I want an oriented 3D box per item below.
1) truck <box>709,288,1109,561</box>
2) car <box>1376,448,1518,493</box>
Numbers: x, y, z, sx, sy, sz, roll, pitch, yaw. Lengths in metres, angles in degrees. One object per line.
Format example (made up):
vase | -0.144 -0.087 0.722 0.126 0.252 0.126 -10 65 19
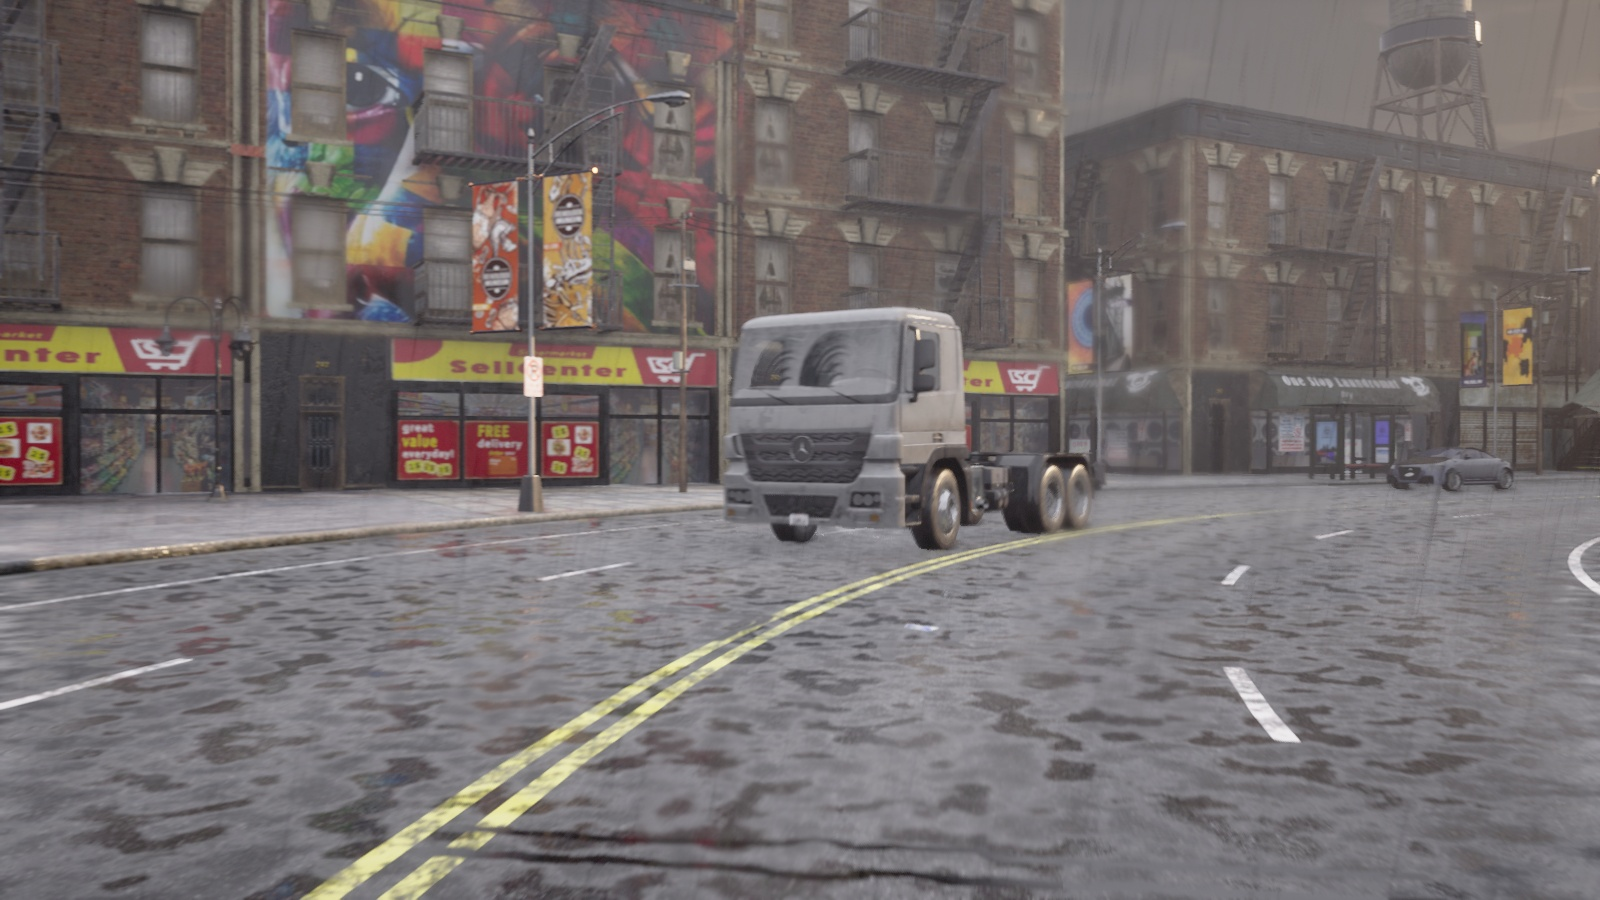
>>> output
truck | 2.135 -0.345 20.045 2.891 3.462 7.936 0 0 34
car | 20.630 0.618 40.021 4.181 1.385 1.994 0 0 -28
